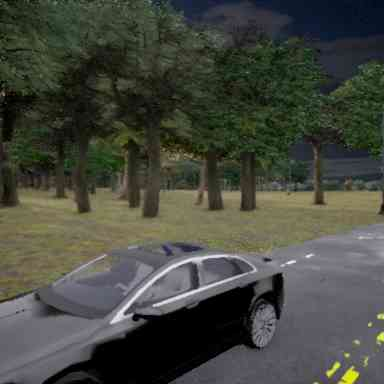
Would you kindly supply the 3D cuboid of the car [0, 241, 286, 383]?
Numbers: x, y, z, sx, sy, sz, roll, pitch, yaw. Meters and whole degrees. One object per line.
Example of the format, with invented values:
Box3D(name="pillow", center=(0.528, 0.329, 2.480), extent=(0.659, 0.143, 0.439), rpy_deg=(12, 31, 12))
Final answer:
Box3D(name="car", center=(-0.587, 1.499, 4.404), extent=(2.128, 1.511, 4.902), rpy_deg=(0, 0, 45))
